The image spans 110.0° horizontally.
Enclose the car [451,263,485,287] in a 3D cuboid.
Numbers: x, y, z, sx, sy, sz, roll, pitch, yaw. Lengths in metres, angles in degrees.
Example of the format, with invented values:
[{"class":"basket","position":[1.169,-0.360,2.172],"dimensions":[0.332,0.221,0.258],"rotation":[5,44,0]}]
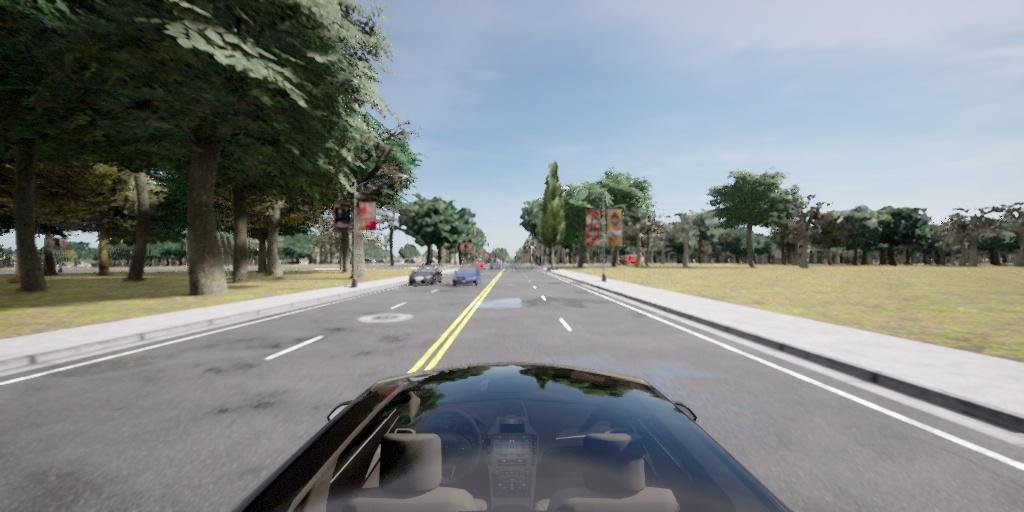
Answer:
[{"class":"car","position":[-3.349,1.526,27.415],"dimensions":[1.812,1.442,4.674],"rotation":[0,-1,0]}]

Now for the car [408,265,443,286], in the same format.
[{"class":"car","position":[-6.598,1.496,27.827],"dimensions":[2.128,1.511,4.902],"rotation":[0,-1,0]}]
